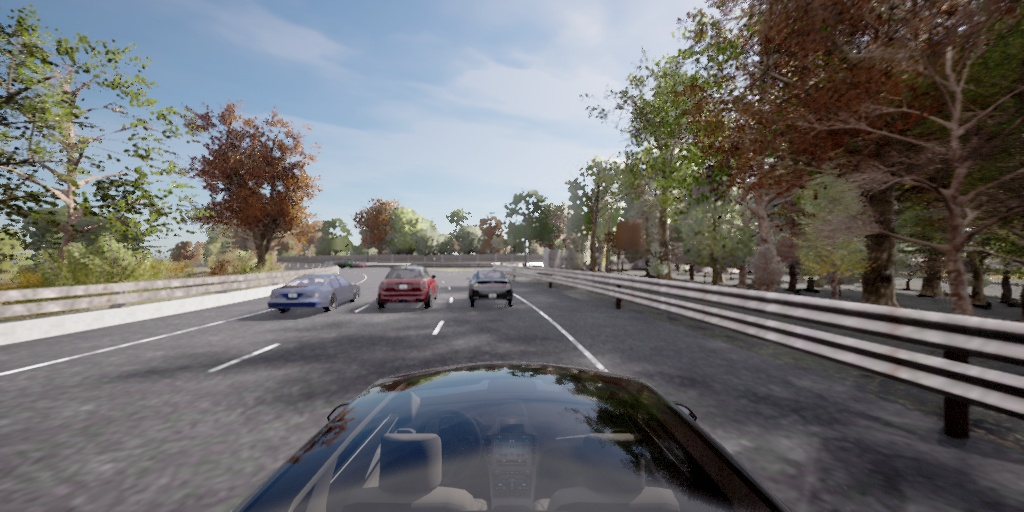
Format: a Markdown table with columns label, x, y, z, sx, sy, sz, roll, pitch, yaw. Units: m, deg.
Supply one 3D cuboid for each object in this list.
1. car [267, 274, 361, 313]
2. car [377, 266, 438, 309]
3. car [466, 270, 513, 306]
| label | x | y | z | sx | sy | sz | roll | pitch | yaw |
| --- | --- | --- | --- | --- | --- | --- | --- | --- | --- |
| car | -7.903 | 1.441 | 14.896 | 2.033 | 1.411 | 5.357 | 0 | -1 | -7 |
| car | -4.554 | 1.255 | 16.221 | 2.097 | 1.767 | 4.553 | 0 | -1 | -7 |
| car | -1.089 | 1.398 | 16.724 | 2.128 | 1.511 | 4.902 | 0 | 0 | -8 |
